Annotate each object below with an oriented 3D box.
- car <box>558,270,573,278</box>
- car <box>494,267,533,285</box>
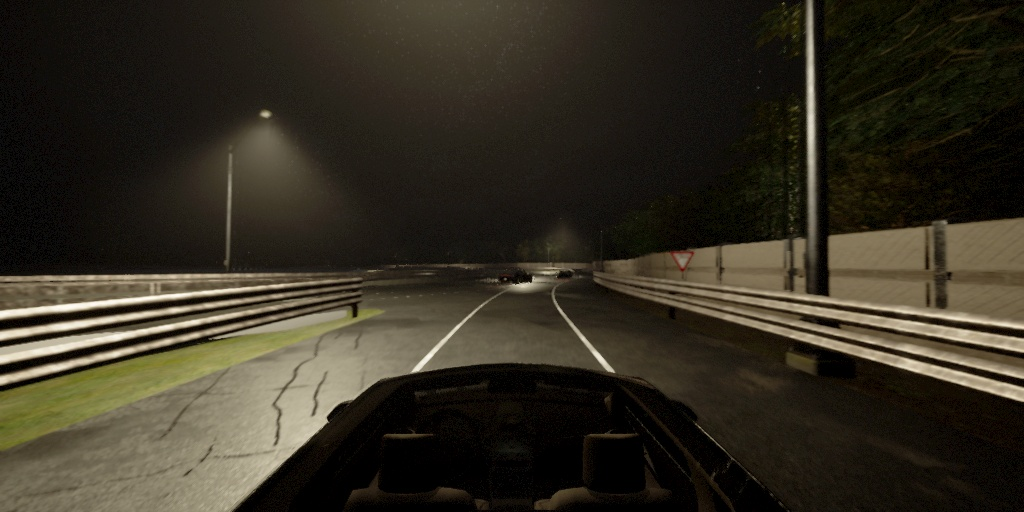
[{"bbox_3d":[8.378,2.811,55.968,1.895,1.301,4.718,0,-2,16],"label":"car"},{"bbox_3d":[0.489,2.098,36.061,1.882,1.535,5.008,0,-2,27],"label":"car"}]
